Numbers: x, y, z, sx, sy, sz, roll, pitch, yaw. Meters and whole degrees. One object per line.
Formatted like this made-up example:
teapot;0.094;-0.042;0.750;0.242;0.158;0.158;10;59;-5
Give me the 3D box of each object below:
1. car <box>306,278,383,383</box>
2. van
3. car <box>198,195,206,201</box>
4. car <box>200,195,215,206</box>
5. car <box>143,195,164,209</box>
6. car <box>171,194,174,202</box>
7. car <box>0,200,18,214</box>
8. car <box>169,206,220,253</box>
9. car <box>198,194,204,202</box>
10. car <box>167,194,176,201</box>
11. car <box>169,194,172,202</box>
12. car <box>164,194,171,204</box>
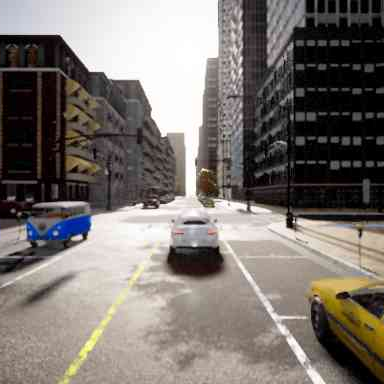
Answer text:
car;2.706;1.523;3.662;1.752;1.417;4.829;1;0;0
van;-5.665;1.339;14.534;1.690;1.788;3.998;1;0;0
car;2.658;1.601;86.583;1.967;1.590;4.097;0;0;0
car;2.674;1.572;52.776;1.752;1.417;4.829;0;0;0
car;-5.702;1.351;46.940;2.192;1.841;5.009;0;0;0
car;-5.717;1.556;75.253;1.967;1.590;4.097;0;0;0
car;-19.068;1.496;33.937;4.507;1.381;1.887;0;-1;0
car;0.096;1.523;13.471;1.812;1.442;4.674;0;0;0
car;2.668;1.602;64.101;1.752;1.417;4.829;0;0;0
car;-5.724;1.499;92.243;2.192;1.841;5.009;0;0;0
car;-5.715;1.677;69.590;1.802;1.307;4.206;0;0;0
car;-5.712;1.642;63.927;1.947;1.339;4.313;0;0;0
